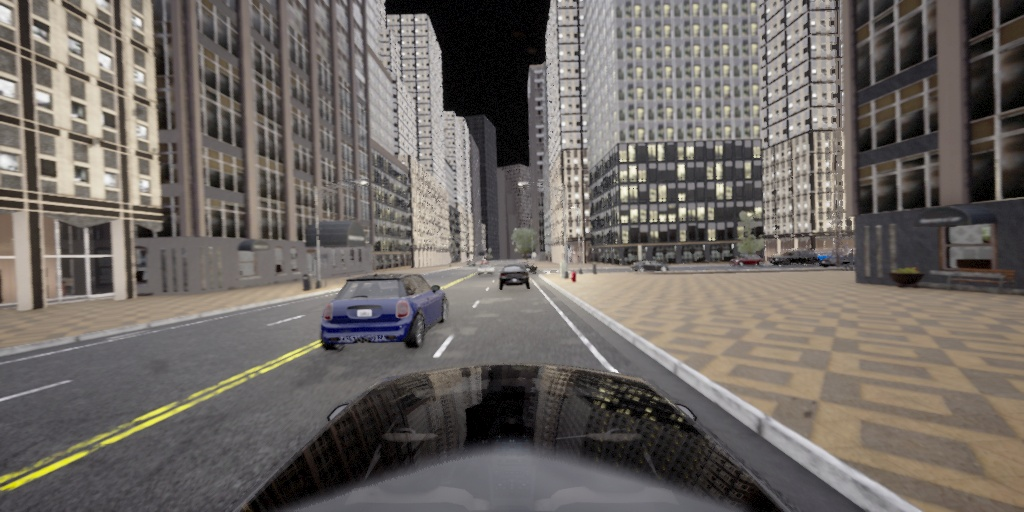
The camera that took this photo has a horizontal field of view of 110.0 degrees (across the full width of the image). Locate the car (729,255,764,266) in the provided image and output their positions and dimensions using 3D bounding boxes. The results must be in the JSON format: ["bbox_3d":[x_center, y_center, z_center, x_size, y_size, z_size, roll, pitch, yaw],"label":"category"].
[{"bbox_3d":[32.810,0.607,50.312,4.097,1.591,1.967,0,0,-1],"label":"car"}]

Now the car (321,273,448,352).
[{"bbox_3d":[-3.100,1.227,9.661,2.097,1.767,4.553,-2,0,0],"label":"car"}]

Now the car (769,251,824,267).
[{"bbox_3d":[37.491,0.319,47.699,5.566,2.045,2.150,-1,1,0],"label":"car"}]

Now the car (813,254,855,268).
[{"bbox_3d":[38.550,0.714,42.003,4.313,1.339,1.948,0,0,-1],"label":"car"}]

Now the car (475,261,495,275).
[{"bbox_3d":[-3.081,1.657,44.057,1.895,1.301,4.718,-2,1,0],"label":"car"}]

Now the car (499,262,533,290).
[{"bbox_3d":[0.150,1.296,23.740,1.882,1.535,5.008,-2,0,0],"label":"car"}]

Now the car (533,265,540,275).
[{"bbox_3d":[1.595,1.424,40.377,2.128,1.511,4.902,-2,-2,22],"label":"car"}]

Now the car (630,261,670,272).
[{"bbox_3d":[15.990,1.198,41.591,4.403,1.370,2.007,0,0,-1],"label":"car"}]
